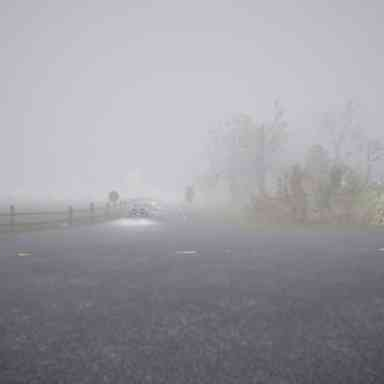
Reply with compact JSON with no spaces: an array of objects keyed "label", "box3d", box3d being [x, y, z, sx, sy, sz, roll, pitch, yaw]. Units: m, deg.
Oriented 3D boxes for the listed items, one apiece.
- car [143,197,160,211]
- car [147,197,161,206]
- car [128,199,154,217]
[{"label":"car","box3d":[-5.689,1.463,43.566,2.097,1.767,4.553,1,0,-3]},{"label":"car","box3d":[-6.508,1.639,58.079,2.128,1.511,4.902,1,0,-3]},{"label":"car","box3d":[-5.016,1.677,32.346,1.895,1.301,4.718,1,0,-4]}]
